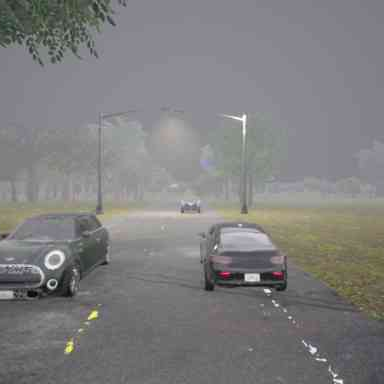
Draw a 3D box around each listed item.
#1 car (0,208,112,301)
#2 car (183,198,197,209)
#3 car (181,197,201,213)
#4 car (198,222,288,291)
[{"bbox_3d":[-3.543,1.350,8.527,2.097,1.767,4.553,0,0,0],"label":"car"},{"bbox_3d":[-0.243,1.605,46.999,1.994,1.385,4.181,0,0,1],"label":"car"},{"bbox_3d":[-0.127,1.376,37.334,2.097,1.767,4.553,0,0,0],"label":"car"},{"bbox_3d":[1.178,1.524,8.871,1.812,1.442,4.674,0,0,0],"label":"car"}]
